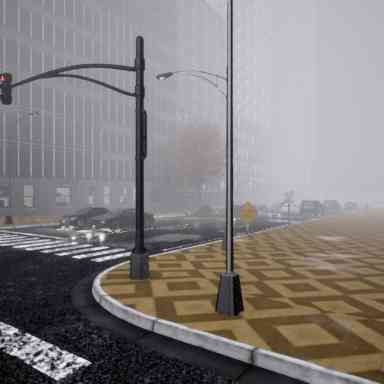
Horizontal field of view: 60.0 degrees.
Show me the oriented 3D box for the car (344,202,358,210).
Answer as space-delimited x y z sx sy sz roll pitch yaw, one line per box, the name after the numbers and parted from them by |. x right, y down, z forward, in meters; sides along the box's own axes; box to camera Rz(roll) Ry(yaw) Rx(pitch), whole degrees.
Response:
31.498 2.661 65.692 2.097 1.767 4.553 0 -1 33 | car

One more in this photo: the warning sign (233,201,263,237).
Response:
3.122 1.454 18.564 1.300 1.860 1.060 1 1 33 | warning sign

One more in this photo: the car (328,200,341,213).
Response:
22.401 2.266 53.517 2.150 2.045 5.566 0 -1 33 | car

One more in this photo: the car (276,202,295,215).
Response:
13.634 2.372 46.035 1.812 1.442 4.674 0 -1 33 | car

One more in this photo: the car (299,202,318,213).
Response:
19.193 2.506 54.725 1.882 1.535 5.008 0 -1 33 | car

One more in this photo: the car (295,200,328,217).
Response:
15.512 2.044 42.850 2.150 2.045 5.566 0 -1 33 | car

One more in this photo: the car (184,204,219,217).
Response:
0.933 2.130 38.609 1.812 1.442 4.674 0 -1 33 | car

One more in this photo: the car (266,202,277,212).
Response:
13.751 2.267 52.288 1.812 1.442 4.674 0 -1 33 | car

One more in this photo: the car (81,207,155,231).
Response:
-4.869 1.874 23.641 2.033 1.411 5.357 0 -1 33 | car

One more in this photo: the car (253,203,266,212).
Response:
11.019 2.541 54.050 1.994 1.385 4.181 0 -1 33 | car

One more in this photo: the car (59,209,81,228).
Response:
-7.736 1.844 25.179 1.812 1.442 4.674 0 -1 31 | car

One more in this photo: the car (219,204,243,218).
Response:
4.733 2.148 38.497 1.837 1.490 4.892 0 -1 33 | car
